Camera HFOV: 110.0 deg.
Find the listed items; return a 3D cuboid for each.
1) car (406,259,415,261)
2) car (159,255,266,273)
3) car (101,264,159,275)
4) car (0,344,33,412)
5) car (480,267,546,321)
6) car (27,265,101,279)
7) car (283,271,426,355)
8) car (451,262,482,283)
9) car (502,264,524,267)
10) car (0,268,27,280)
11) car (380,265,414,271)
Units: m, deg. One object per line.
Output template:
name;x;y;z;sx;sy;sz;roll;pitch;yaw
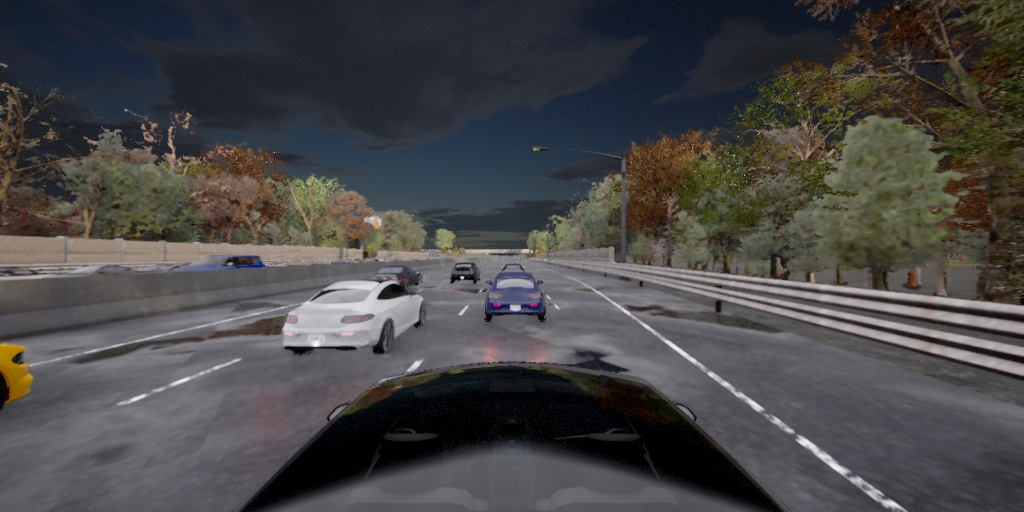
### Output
car;-17.546;1.206;62.786;1.837;1.490;4.892;0;0;1
car;-17.604;0.944;21.868;2.150;2.045;5.566;0;0;0
car;-21.103;1.214;21.888;2.128;1.511;4.902;0;0;0
car;-6.911;1.227;2.313;1.882;1.535;5.008;0;0;0
car;0.096;1.259;12.203;1.812;1.442;4.674;0;0;0
car;-24.604;1.249;21.298;1.812;1.442;4.674;0;0;0
car;-3.404;1.265;8.545;1.812;1.442;4.674;0;0;0
car;-3.407;1.222;26.980;1.837;1.490;4.892;0;0;0
car;0.092;1.281;27.559;1.994;1.385;4.181;0;0;0
car;-27.777;1.326;19.271;1.895;1.301;4.718;0;0;-2
car;-6.907;1.270;21.625;2.033;1.411;5.357;0;0;0
